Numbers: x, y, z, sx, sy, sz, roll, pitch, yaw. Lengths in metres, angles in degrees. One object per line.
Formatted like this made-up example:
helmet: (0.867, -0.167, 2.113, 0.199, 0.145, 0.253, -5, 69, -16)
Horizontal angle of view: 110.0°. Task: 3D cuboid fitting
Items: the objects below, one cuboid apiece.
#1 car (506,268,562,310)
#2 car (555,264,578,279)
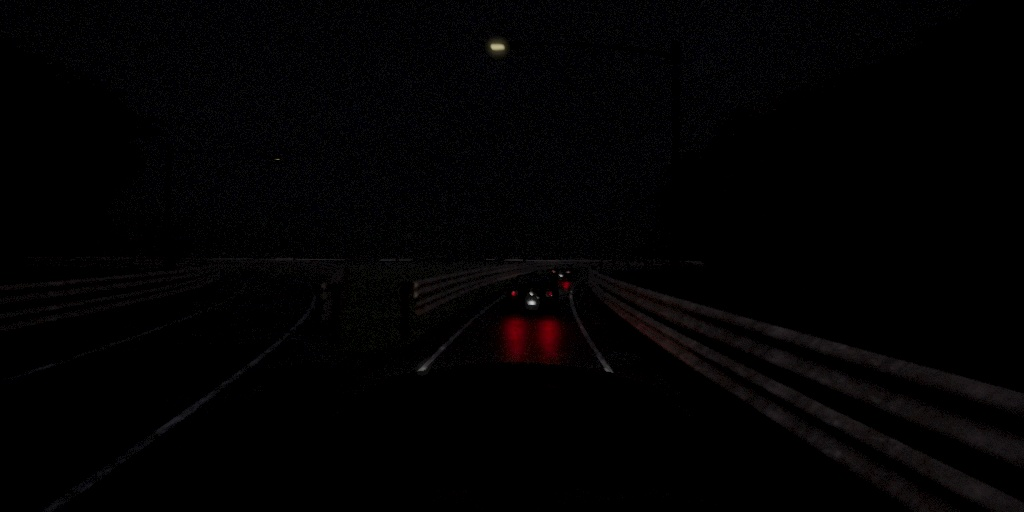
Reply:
car: (0.995, 1.366, 14.855, 1.895, 1.301, 4.718, 0, 0, 7)
car: (4.913, 1.408, 32.879, 1.895, 1.301, 4.718, 0, 0, 18)
